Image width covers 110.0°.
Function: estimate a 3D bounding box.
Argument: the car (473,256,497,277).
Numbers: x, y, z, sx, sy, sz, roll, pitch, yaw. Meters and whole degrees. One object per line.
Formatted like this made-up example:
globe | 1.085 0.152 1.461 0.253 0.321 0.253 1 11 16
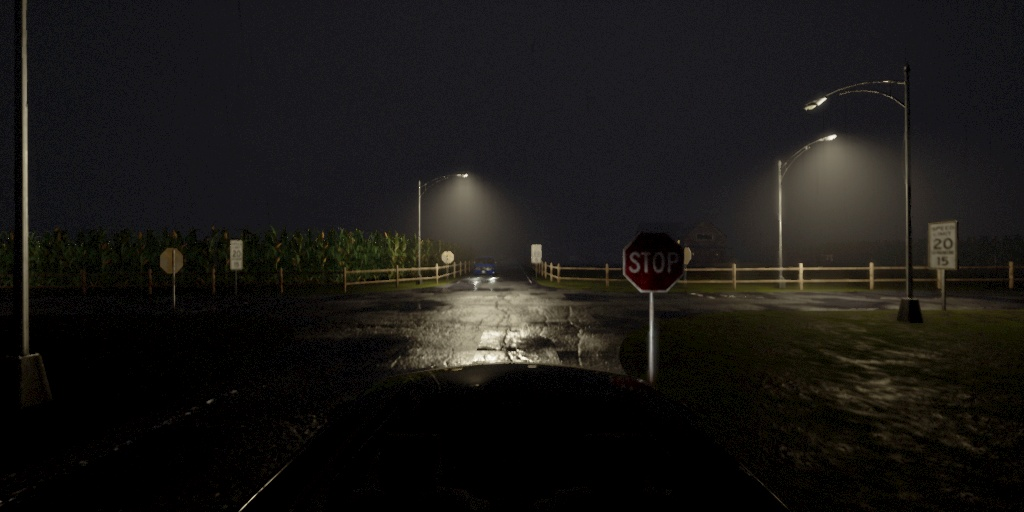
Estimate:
car | -2.659 1.077 36.418 2.150 2.045 5.566 0 2 0
